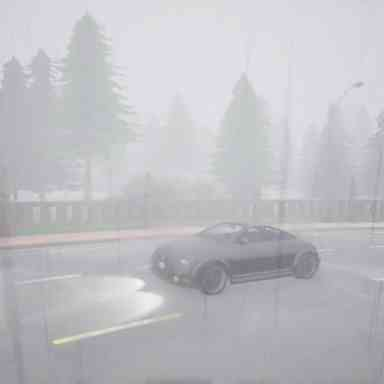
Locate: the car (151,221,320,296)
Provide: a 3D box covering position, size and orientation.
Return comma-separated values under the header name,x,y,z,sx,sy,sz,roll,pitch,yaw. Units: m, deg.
name,x,y,z,sx,sy,sz,roll,pitch,yaw
car,1.126,1.441,8.266,4.181,1.385,1.994,0,1,-27
